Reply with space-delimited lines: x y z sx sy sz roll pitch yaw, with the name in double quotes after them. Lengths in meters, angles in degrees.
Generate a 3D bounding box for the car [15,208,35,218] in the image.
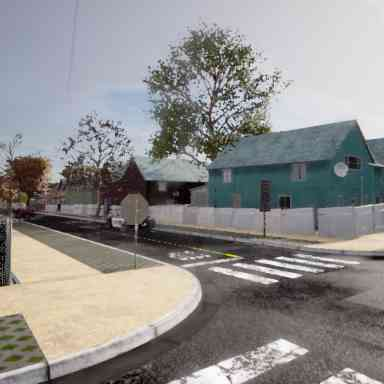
-22.317 2.780 44.407 1.895 1.301 4.718 1 -2 -35 "car"

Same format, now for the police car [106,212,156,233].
-4.583 2.041 23.948 2.038 1.542 4.974 1 -2 -35 "police car"
